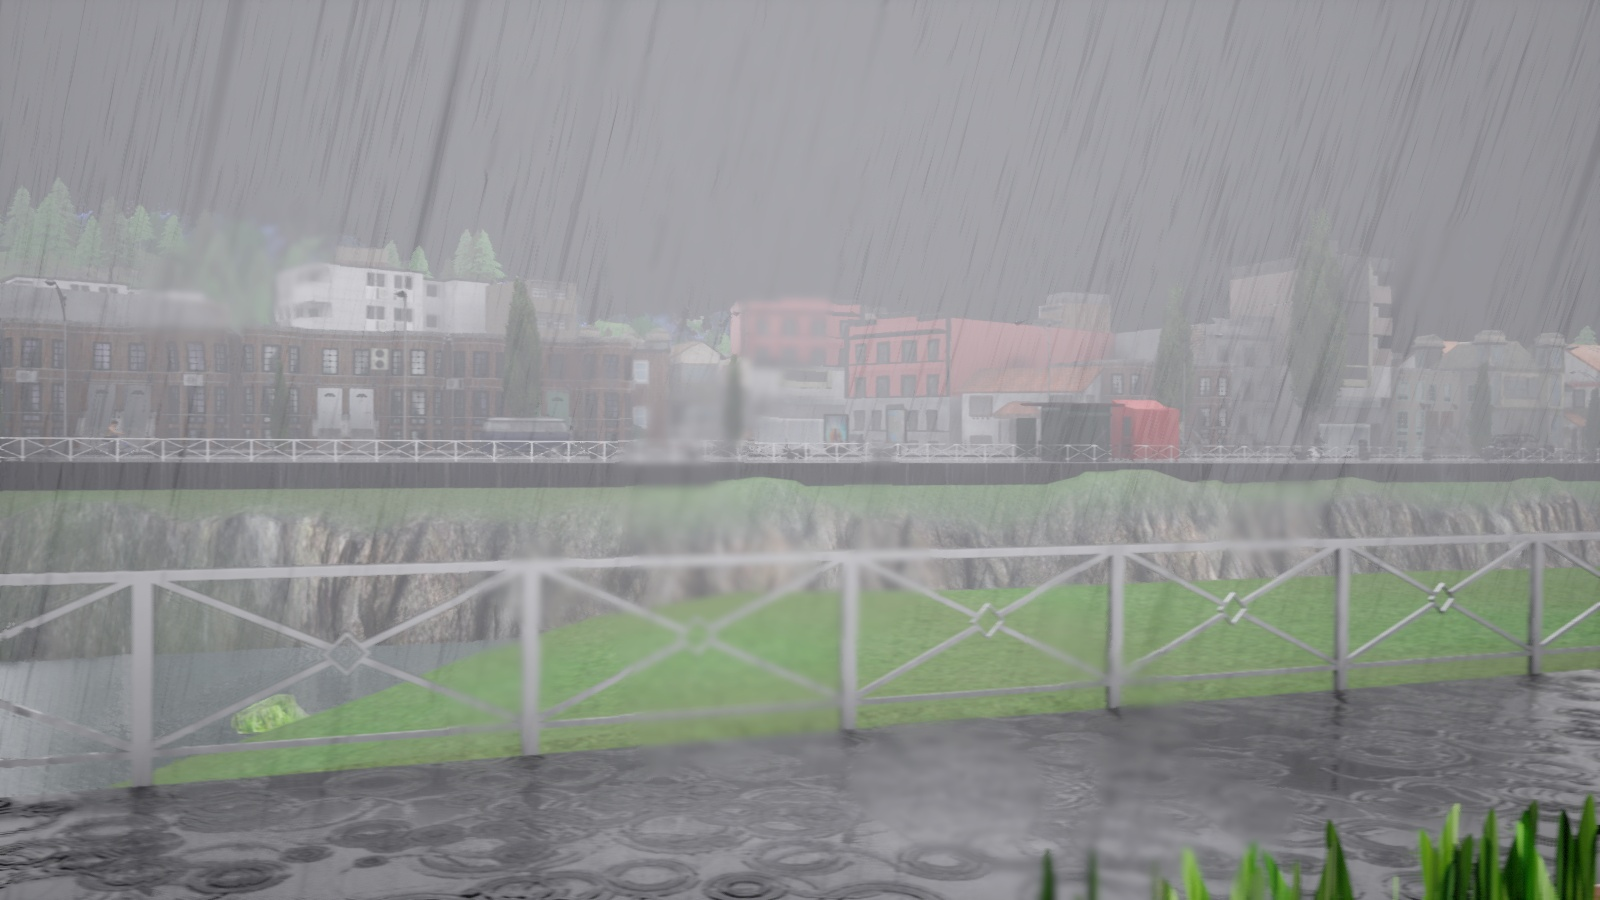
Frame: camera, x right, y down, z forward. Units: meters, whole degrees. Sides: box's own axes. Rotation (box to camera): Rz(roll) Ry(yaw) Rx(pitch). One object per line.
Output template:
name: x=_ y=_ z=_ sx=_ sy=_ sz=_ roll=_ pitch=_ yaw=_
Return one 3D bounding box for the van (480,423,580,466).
van: x=-13.011 y=-0.294 z=60.539 sx=4.442 sy=1.987 sz=1.775 roll=-1 pitch=1 yaw=-21

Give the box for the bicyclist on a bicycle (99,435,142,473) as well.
bicyclist on a bicycle: x=-29.386 y=0.168 z=54.324 sx=1.509 sy=1.612 sz=0.866 roll=-1 pitch=1 yaw=-21

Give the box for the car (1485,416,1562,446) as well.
car: x=48.295 y=-1.268 z=83.838 sx=4.605 sy=1.855 sz=1.932 roll=-2 pitch=1 yaw=-21
